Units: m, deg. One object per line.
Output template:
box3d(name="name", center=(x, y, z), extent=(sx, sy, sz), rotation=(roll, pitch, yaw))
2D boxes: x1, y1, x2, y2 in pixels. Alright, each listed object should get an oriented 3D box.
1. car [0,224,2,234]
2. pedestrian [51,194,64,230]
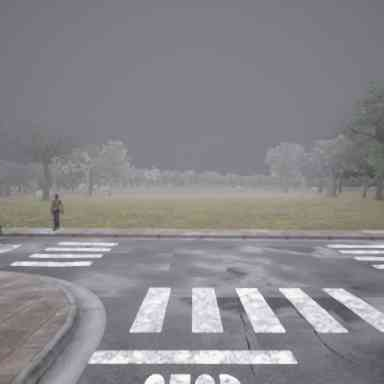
box3d(name="car", center=(-10.597, 1.250, 13.853), extent=(4.553, 1.767, 2.097), rotation=(0, 1, 0))
box3d(name="pedestrian", center=(-6.840, 0.994, 16.749), extent=(0.375, 1.860, 0.375), rotation=(0, 1, 0))
